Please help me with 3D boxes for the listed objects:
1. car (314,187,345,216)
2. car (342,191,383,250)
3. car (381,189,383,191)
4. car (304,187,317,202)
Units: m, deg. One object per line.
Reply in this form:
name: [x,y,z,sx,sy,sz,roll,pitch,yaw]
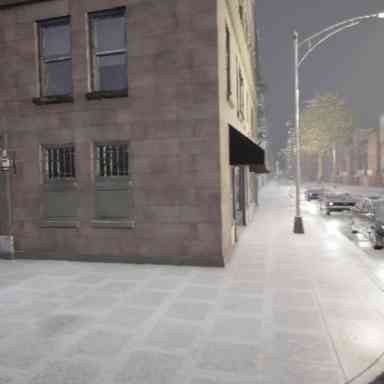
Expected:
car: [8.860,0.619,20.184,1.895,1.301,4.718,-1,2,14]
car: [6.671,0.916,11.222,1.837,1.490,4.892,-1,2,14]
car: [11.534,0.506,18.718,1.837,1.490,4.892,-1,2,14]
car: [11.357,0.175,30.382,1.895,1.301,4.718,-1,2,14]
